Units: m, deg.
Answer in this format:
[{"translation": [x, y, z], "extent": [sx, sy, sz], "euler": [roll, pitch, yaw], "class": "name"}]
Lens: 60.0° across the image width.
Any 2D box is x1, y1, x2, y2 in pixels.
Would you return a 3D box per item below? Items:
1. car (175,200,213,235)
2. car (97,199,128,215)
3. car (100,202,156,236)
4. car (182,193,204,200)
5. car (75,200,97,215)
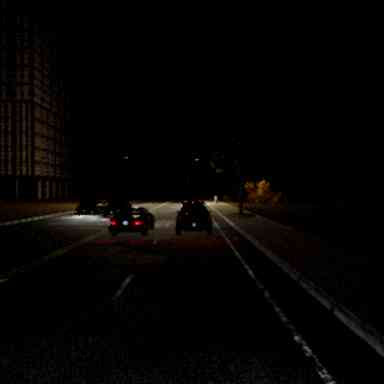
[{"translation": [0.101, 1.439, 18.659], "extent": [1.882, 1.535, 5.008], "euler": [0, 0, 0], "class": "car"}, {"translation": [-6.595, 1.444, 29.596], "extent": [1.837, 1.490, 4.892], "euler": [0, 0, 0], "class": "car"}, {"translation": [-3.149, 1.510, 18.234], "extent": [2.033, 1.411, 5.357], "euler": [0, 0, 0], "class": "car"}, {"translation": [0.102, 1.147, 36.736], "extent": [2.150, 2.045, 5.566], "euler": [0, 0, 0], "class": "car"}, {"translation": [-9.844, 1.497, 32.375], "extent": [1.994, 1.385, 4.181], "euler": [0, 0, 0], "class": "car"}]
